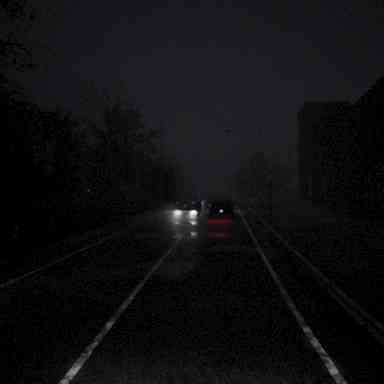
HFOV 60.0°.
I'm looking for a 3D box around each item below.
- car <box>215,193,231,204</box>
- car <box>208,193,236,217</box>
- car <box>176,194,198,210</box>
[{"bbox_3d":[3.984,0.793,42.692,1.895,1.301,4.718,0,2,6],"label":"car"},{"bbox_3d":[2.329,1.062,26.111,1.837,1.490,4.892,0,1,6],"label":"car"},{"bbox_3d":[-0.406,0.960,32.713,1.812,1.442,4.674,0,1,6],"label":"car"}]
